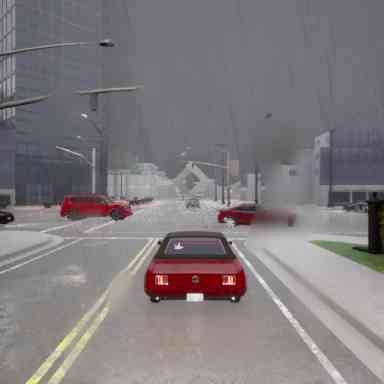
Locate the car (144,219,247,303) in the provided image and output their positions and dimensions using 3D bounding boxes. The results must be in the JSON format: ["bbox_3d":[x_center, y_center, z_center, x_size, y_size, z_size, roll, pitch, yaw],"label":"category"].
[{"bbox_3d":[0.072,1.601,8.177,1.895,1.301,4.718,0,0,0],"label":"car"}]

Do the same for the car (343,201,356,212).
[{"bbox_3d":[19.380,1.519,37.573,4.181,1.385,1.994,0,0,-1],"label":"car"}]

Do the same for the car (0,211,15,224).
[{"bbox_3d":[-14.664,1.650,23.098,4.181,1.385,1.994,0,0,0],"label":"car"}]

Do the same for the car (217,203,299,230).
[{"bbox_3d":[4.066,1.479,20.832,5.008,1.535,1.882,0,-1,23],"label":"car"}]

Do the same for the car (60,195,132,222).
[{"bbox_3d":[-7.630,1.261,26.656,5.566,2.045,2.150,0,0,0],"label":"car"}]

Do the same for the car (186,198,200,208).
[{"bbox_3d":[0.087,1.545,47.084,2.033,1.411,5.357,0,0,0],"label":"car"}]

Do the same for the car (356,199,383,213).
[{"bbox_3d":[19.883,1.478,34.078,4.674,1.442,1.812,0,0,0],"label":"car"}]
